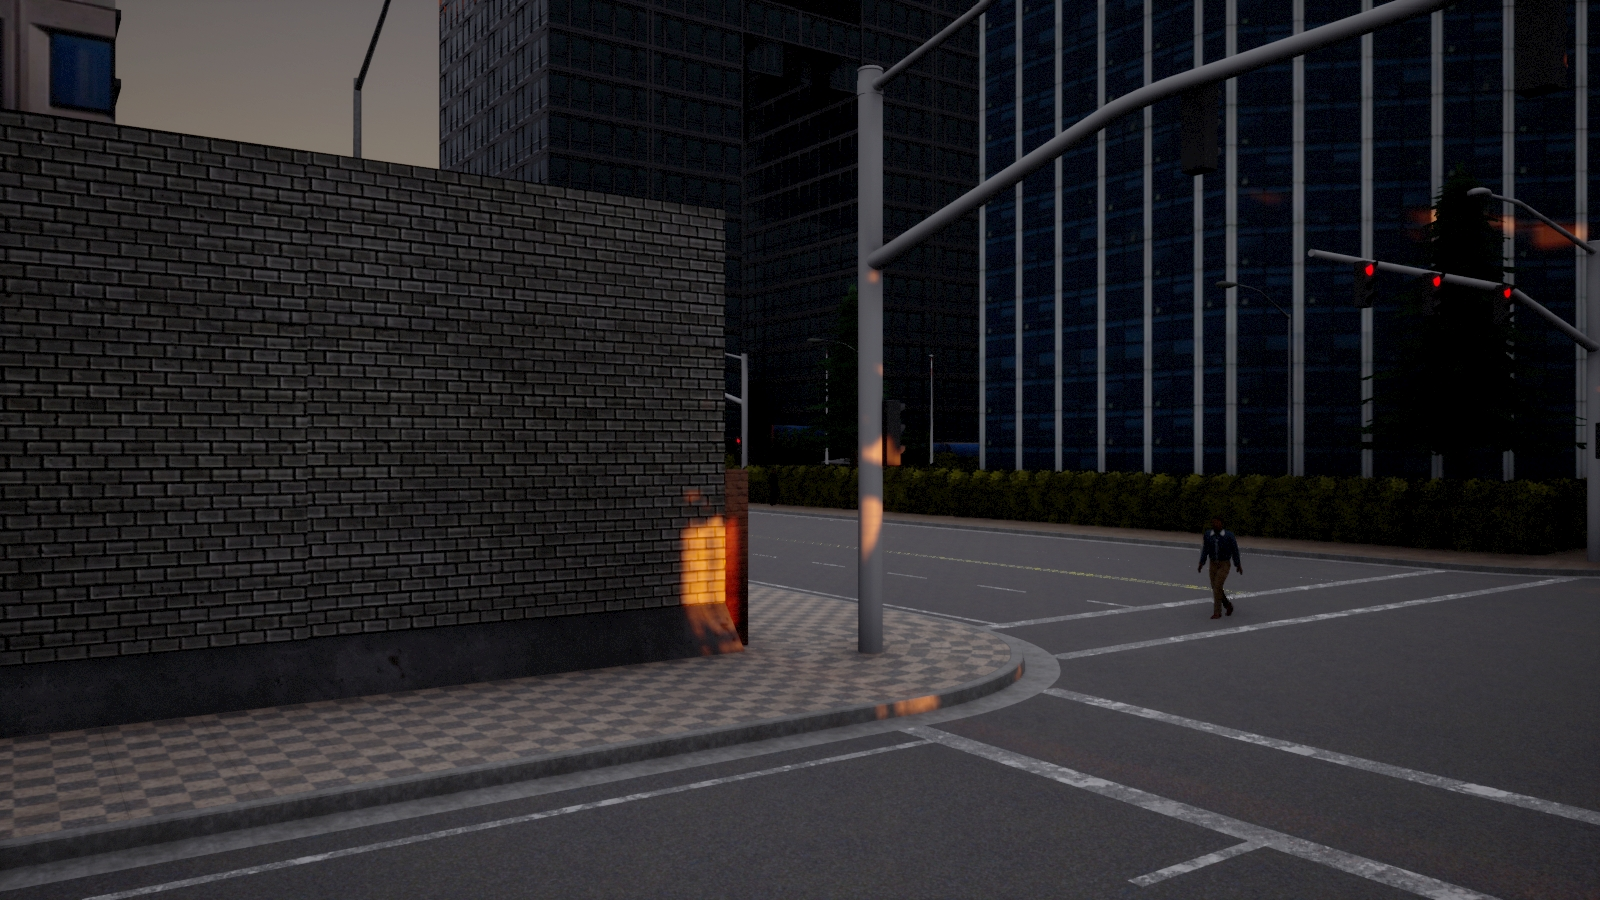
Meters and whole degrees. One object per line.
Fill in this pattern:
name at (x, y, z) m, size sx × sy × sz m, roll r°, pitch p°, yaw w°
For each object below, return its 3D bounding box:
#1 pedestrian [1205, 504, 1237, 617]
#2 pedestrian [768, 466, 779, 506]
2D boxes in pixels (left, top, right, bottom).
pedestrian at (7.094, 1.848, 19.269) m, size 0.375 × 1.860 × 0.375 m, roll 0°, pitch 0°, yaw -43°
pedestrian at (-1.246, 1.698, 54.167) m, size 0.375 × 1.860 × 0.375 m, roll 0°, pitch 0°, yaw -32°
